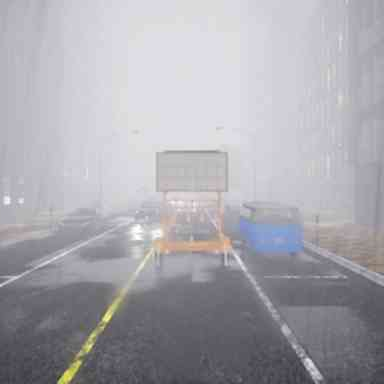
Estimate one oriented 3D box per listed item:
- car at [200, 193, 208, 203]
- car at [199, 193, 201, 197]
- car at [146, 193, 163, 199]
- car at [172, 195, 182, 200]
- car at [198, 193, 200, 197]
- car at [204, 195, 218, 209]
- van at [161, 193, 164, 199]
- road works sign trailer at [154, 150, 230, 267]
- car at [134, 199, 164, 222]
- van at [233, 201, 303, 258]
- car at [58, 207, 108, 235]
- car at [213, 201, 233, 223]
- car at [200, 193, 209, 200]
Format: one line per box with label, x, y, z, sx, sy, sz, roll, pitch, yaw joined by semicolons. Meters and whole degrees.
car;2.721;1.229;52.004;2.008;1.369;4.403;0;0;0
car;2.724;1.189;57.696;2.008;1.369;4.403;0;0;0
car;-5.664;1.267;46.320;2.008;1.369;4.403;0;0;0
car;-2.980;1.175;66.071;1.895;1.301;4.718;0;0;1
car;2.731;0.992;69.080;1.967;1.590;4.097;0;0;0
car;2.714;1.335;40.619;1.802;1.307;4.206;0;0;0
van;-5.656;0.978;57.704;1.690;1.788;3.998;0;0;0
road works sign trailer;0.006;0.396;11.172;2.380;3.560;2.880;0;0;0
car;-3.086;1.448;25.018;1.895;1.301;4.718;0;0;0
van;2.697;1.267;12.157;1.690;1.788;3.998;0;0;0
car;-5.681;1.472;17.857;1.802;1.307;4.206;0;0;0
car;2.704;1.439;23.542;1.802;1.307;4.206;0;0;0
car;2.734;0.949;74.772;1.967;1.590;4.097;0;0;0
